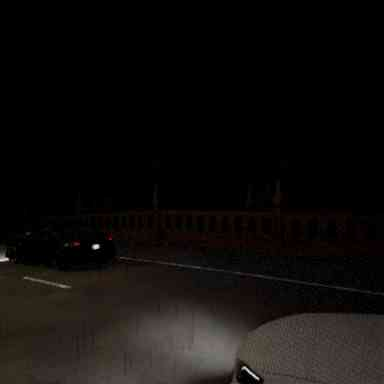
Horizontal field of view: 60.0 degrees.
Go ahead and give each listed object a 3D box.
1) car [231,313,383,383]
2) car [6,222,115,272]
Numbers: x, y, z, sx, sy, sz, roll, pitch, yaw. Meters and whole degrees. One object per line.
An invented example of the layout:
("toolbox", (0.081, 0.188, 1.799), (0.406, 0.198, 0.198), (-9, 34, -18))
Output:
("car", (2.501, 1.517, 2.208), (4.674, 1.442, 1.812), (0, 0, 36))
("car", (-4.640, 1.764, 11.600), (4.181, 1.385, 1.994), (-3, -1, 35))
